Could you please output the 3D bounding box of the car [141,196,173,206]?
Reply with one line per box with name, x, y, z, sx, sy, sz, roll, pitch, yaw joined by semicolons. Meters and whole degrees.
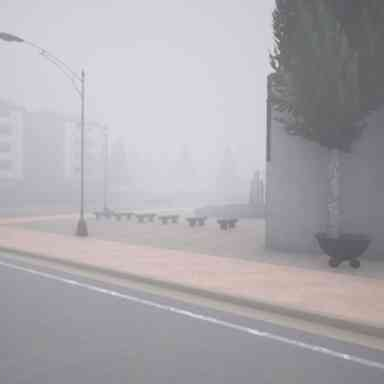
car;-5.188;1.298;49.349;4.718;1.301;1.895;0;0;-38
